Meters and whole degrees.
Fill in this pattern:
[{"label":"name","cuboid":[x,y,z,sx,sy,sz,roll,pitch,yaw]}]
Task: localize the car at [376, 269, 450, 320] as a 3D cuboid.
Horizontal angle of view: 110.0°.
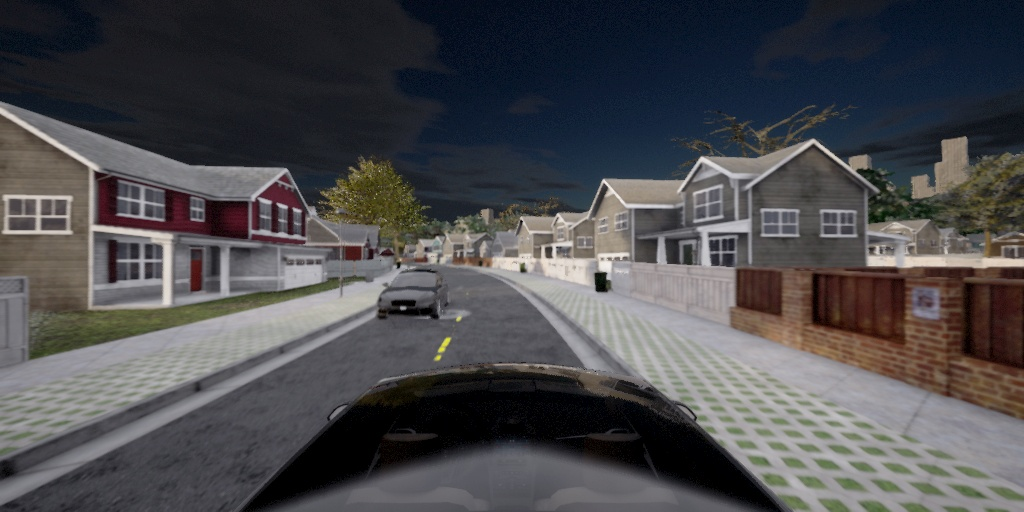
[{"label":"car","cuboid":[-3.285,1.237,12.666,1.837,1.490,4.892,0,0,-4]}]
